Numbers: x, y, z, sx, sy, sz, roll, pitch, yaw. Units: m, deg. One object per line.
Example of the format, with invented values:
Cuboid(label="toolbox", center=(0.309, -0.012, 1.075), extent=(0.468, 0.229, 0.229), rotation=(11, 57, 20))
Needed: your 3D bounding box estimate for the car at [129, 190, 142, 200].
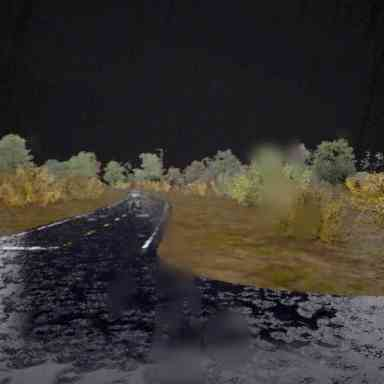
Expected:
Cuboid(label="car", center=(-8.756, 0.399, 51.581), extent=(2.128, 1.511, 4.902), rotation=(0, 1, -7))
